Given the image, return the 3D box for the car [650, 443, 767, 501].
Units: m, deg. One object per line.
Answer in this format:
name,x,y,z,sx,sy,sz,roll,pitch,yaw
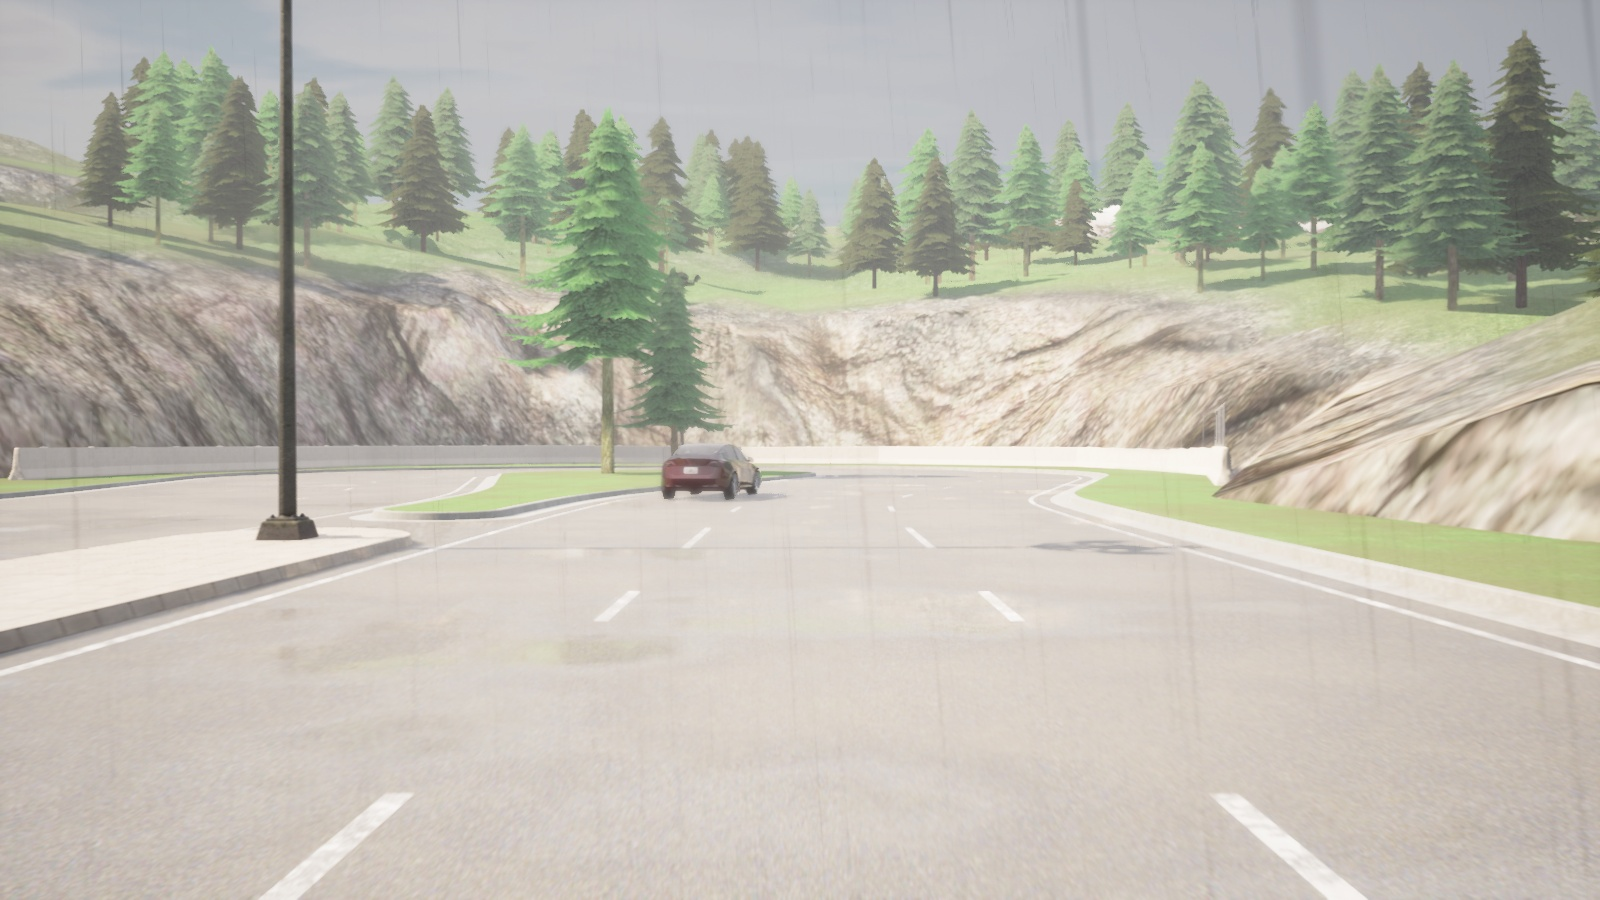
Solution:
car,-2.426,0.549,34.683,2.163,1.488,4.792,0,0,9
